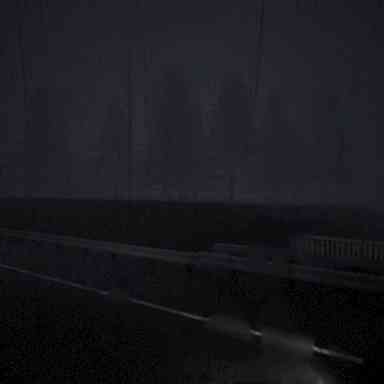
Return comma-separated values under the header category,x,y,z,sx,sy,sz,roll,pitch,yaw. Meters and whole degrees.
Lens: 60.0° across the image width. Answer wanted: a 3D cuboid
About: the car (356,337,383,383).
category,x,y,z,sx,sy,sz,roll,pitch,yaw
car,3.600,1.549,1.425,5.357,1.411,2.033,0,0,35
